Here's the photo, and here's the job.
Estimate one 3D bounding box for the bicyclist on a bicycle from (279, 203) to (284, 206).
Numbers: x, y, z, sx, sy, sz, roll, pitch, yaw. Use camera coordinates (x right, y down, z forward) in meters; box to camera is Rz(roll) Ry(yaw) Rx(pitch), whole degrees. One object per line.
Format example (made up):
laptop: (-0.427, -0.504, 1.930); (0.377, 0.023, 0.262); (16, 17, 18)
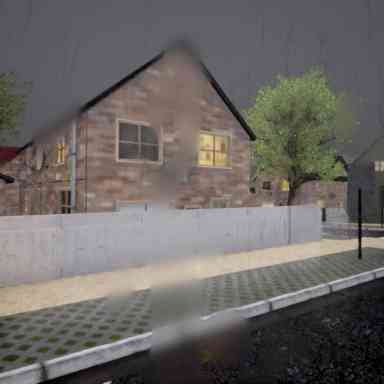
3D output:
bicyclist on a bicycle: (8.456, 1.827, 31.272); (1.656, 1.620, 0.582); (-2, 1, -35)
